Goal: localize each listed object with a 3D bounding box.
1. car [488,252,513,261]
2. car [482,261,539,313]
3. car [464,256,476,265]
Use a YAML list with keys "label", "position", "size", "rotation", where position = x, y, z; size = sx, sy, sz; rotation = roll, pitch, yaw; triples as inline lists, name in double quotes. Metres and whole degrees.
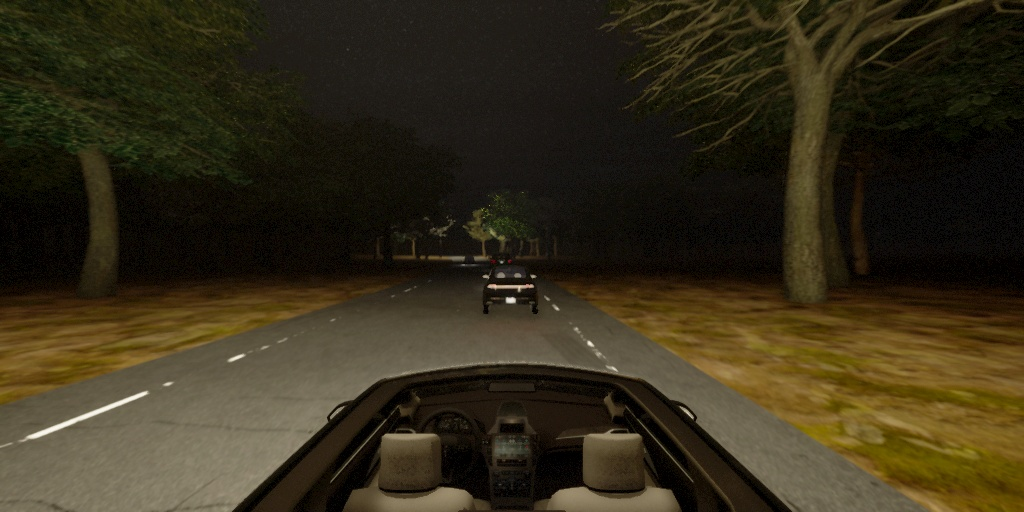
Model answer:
- label: "car"
  position: [-1.094, 0.632, 34.817]
  size: [2.150, 2.045, 5.566]
  rotation: [0, 1, -4]
- label: "car"
  position: [-0.088, 1.125, 13.343]
  size: [2.128, 1.511, 4.902]
  rotation: [0, 1, -1]
- label: "car"
  position: [-7.197, 0.677, 60.724]
  size: [1.812, 1.442, 4.674]
  rotation: [0, 1, -6]
